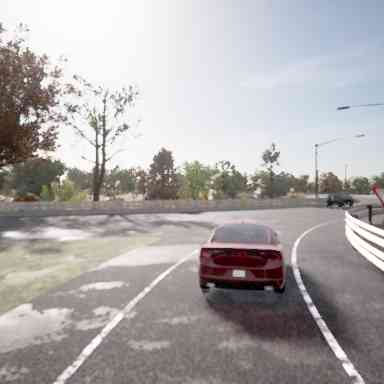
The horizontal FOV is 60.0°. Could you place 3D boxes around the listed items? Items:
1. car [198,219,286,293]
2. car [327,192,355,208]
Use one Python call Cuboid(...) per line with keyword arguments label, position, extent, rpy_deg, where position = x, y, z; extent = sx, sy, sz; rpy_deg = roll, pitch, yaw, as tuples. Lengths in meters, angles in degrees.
Cuboid(label="car", position=(1.413, 1.465, 8.980), extent=(1.882, 1.535, 5.008), rpy_deg=(0, 0, 11))
Cuboid(label="car", position=(21.423, 1.088, 47.917), extent=(5.566, 2.045, 2.150), rpy_deg=(0, 0, -44))
